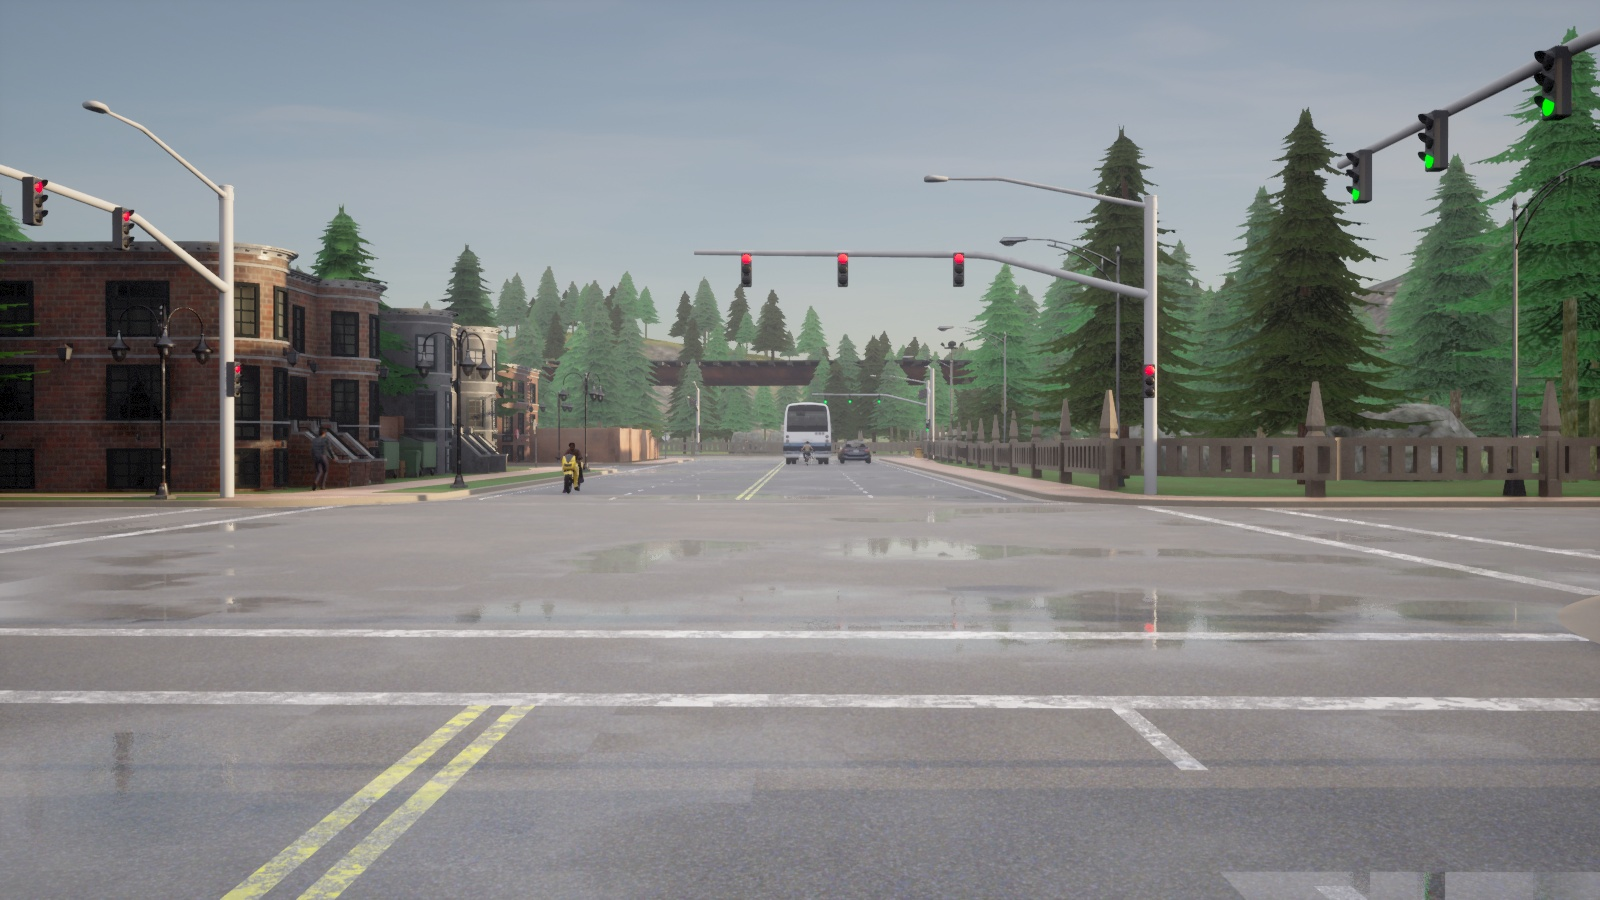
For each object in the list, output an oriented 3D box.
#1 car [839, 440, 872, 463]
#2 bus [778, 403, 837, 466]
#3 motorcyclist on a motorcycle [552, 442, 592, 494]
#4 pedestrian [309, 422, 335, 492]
[{"bbox_3d":[4.036,0.074,92.346,2.242,1.667,4.611,0,0,0],"label":"car"},{"bbox_3d":[0.525,-1.138,90.138,3.944,4.253,10.273,0,1,0],"label":"bus"},{"bbox_3d":[-6.774,0.512,37.430,0.797,1.523,2.044,0,0,0],"label":"motorcyclist on a motorcycle"},{"bbox_3d":[-13.436,0.190,35.297,0.423,1.949,0.788,0,0,0],"label":"pedestrian"}]
